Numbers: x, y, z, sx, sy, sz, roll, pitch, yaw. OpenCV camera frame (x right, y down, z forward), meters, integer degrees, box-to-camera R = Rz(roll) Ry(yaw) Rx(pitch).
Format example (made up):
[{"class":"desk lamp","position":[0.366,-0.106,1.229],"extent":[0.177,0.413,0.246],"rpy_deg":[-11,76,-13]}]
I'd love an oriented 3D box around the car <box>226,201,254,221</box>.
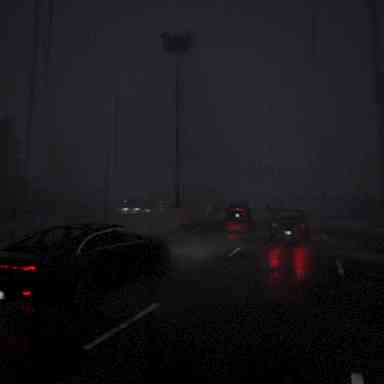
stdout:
[{"class":"car","position":[3.888,1.463,26.878],"extent":[1.837,1.490,4.892],"rpy_deg":[0,0,13]}]

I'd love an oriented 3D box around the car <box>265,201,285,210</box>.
[{"class":"car","position":[8.836,1.553,35.129],"extent":[1.895,1.301,4.718],"rpy_deg":[0,0,7]}]

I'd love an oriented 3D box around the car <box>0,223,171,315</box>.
[{"class":"car","position":[-2.189,1.474,7.704],"extent":[2.128,1.511,4.902],"rpy_deg":[0,0,24]}]

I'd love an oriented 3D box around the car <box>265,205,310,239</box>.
[{"class":"car","position":[5.108,1.578,17.430],"extent":[1.895,1.301,4.718],"rpy_deg":[0,0,17]}]
